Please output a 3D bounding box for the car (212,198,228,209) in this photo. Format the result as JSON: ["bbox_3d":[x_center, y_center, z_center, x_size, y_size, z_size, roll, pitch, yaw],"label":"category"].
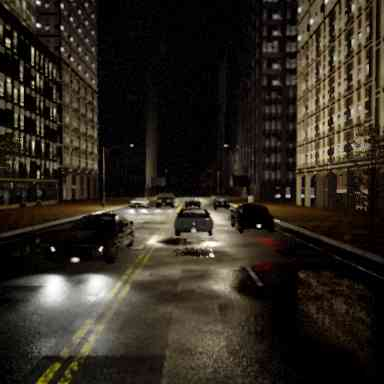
[{"bbox_3d":[3.370,1.351,39.004,2.033,1.411,5.357,0,0,0],"label":"car"}]

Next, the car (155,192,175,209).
[{"bbox_3d":[-3.317,1.006,42.026,2.150,2.045,5.566,0,1,0],"label":"car"}]

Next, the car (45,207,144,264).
[{"bbox_3d":[-3.245,1.491,11.904,2.033,1.411,5.357,0,0,0],"label":"car"}]

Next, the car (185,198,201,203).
[{"bbox_3d":[0.120,1.394,41.047,1.895,1.301,4.718,0,0,0],"label":"car"}]

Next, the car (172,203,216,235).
[{"bbox_3d":[0.097,1.515,18.002,1.895,1.301,4.718,0,0,0],"label":"car"}]

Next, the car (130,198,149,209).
[{"bbox_3d":[-6.569,1.389,41.831,1.895,1.301,4.718,0,0,0],"label":"car"}]

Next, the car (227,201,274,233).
[{"bbox_3d":[3.359,1.414,19.075,1.837,1.490,4.892,0,1,0],"label":"car"}]
